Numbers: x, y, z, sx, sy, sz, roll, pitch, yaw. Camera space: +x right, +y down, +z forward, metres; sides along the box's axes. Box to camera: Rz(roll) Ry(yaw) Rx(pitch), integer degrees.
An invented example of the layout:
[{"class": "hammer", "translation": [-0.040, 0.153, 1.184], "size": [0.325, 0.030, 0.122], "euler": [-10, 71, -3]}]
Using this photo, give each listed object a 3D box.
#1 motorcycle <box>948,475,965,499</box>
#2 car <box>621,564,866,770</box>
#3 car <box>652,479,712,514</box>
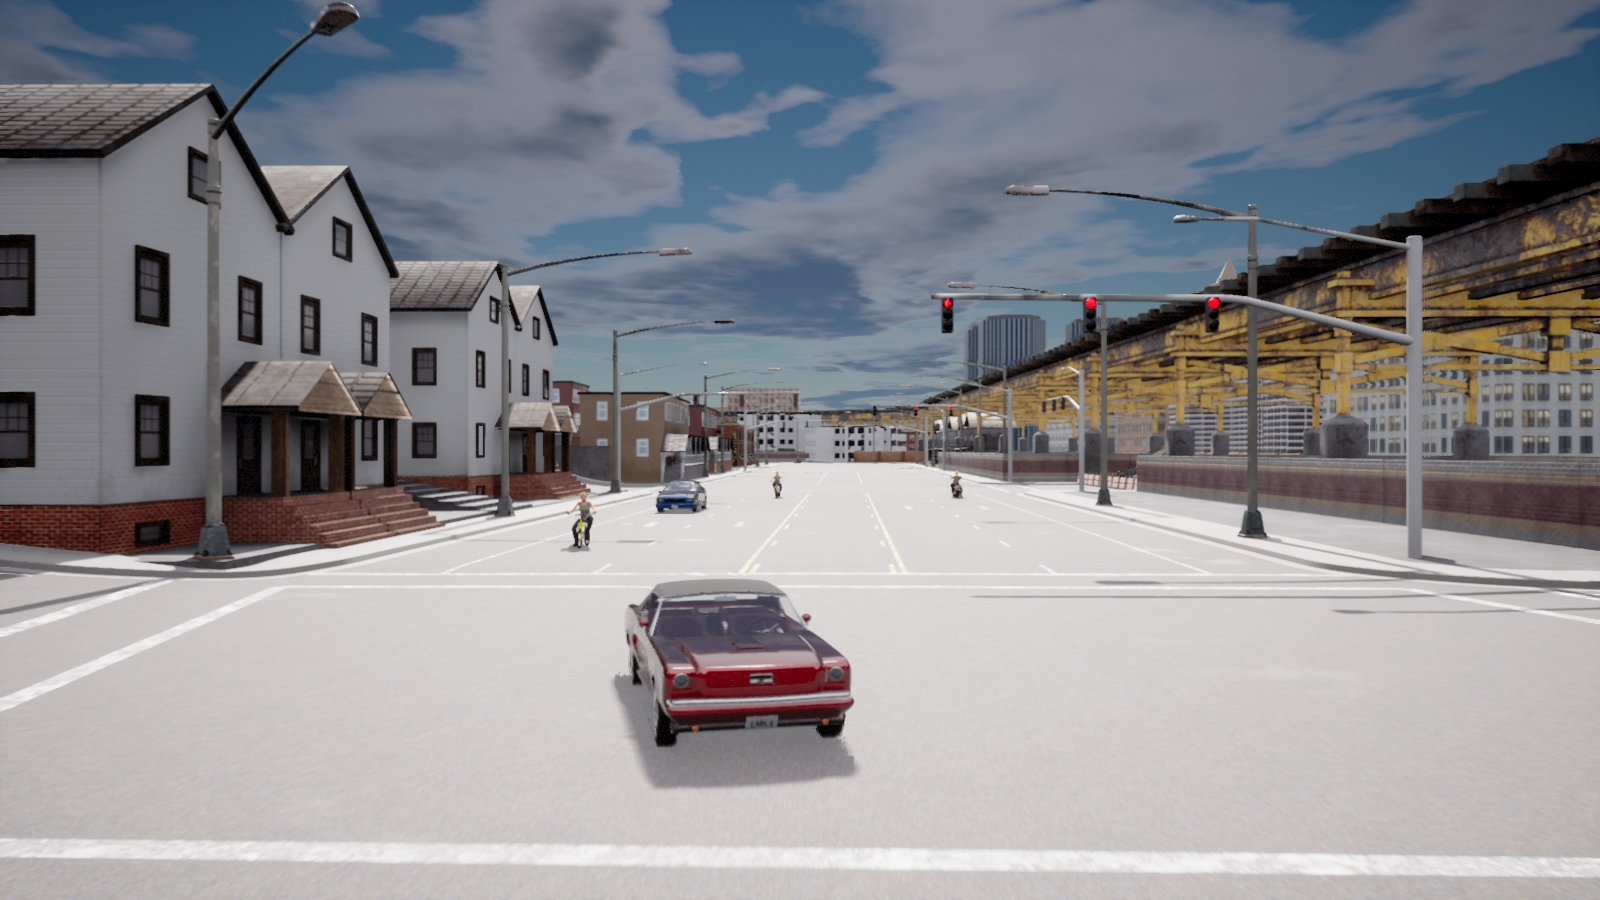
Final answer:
[{"class": "motorcycle", "translation": [9.206, 2.149, 67.392], "size": [0.764, 1.332, 2.356], "euler": [0, 0, 2]}, {"class": "car", "translation": [-0.846, 2.156, 12.526], "size": [1.895, 1.301, 4.718], "euler": [0, 0, -13]}, {"class": "car", "translation": [-5.396, 2.112, 52.847], "size": [2.033, 1.411, 5.357], "euler": [0, 0, 2]}]
